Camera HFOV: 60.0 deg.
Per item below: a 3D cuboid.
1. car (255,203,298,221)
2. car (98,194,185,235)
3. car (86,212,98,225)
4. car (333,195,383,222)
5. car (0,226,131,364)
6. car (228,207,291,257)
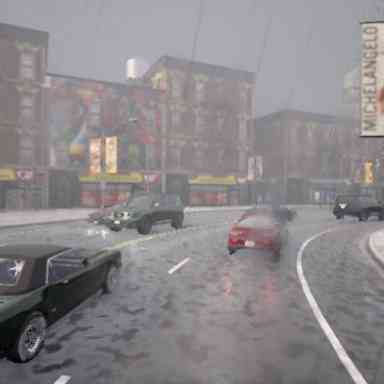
[{"bbox_3d":[6.012,1.534,25.028,2.033,1.411,5.357,0,0,42],"label":"car"},{"bbox_3d":[-2.467,1.161,19.042,2.150,2.045,5.566,0,0,28],"label":"car"},{"bbox_3d":[-4.555,1.464,22.534,2.033,1.411,5.357,0,0,30],"label":"car"},{"bbox_3d":[13.821,1.259,27.216,5.566,2.045,2.150,0,0,-35],"label":"car"},{"bbox_3d":[-2.796,1.567,5.822,1.895,1.301,4.718,0,0,7],"label":"car"},{"bbox_3d":[2.672,1.516,12.963,1.812,1.442,4.674,0,0,20],"label":"car"}]
